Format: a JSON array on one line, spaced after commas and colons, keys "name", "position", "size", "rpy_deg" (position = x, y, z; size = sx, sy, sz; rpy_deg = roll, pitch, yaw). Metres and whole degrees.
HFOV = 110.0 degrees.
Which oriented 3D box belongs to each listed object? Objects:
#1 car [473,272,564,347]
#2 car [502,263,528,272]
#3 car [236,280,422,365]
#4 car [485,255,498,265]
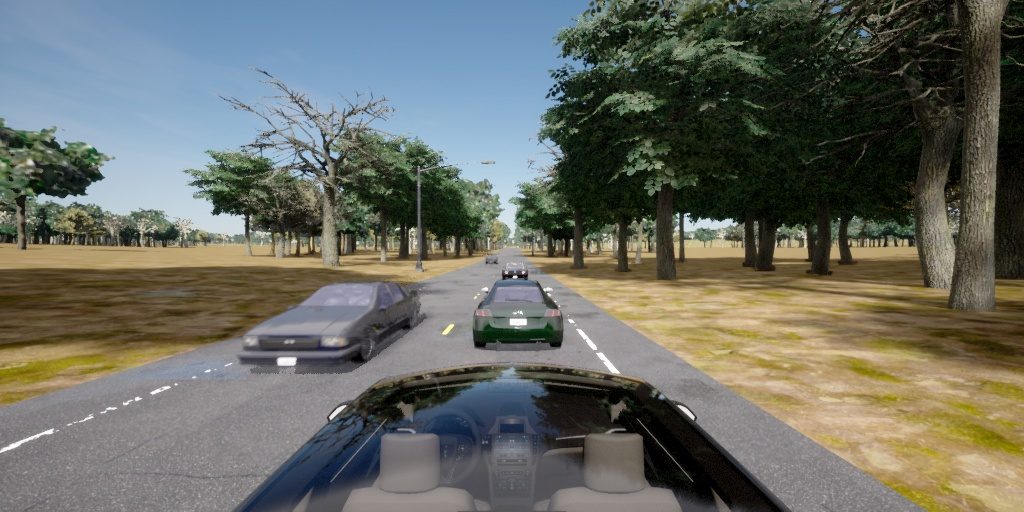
[{"name": "car", "position": [0.135, 1.293, 9.248], "size": [1.994, 1.385, 4.181], "rpy_deg": [0, 0, 0]}, {"name": "car", "position": [0.225, 1.159, 27.173], "size": [1.895, 1.301, 4.718], "rpy_deg": [0, 1, 0]}, {"name": "car", "position": [-3.568, 1.282, 8.358], "size": [2.033, 1.411, 5.357], "rpy_deg": [0, 0, 0]}, {"name": "car", "position": [-3.240, 0.590, 57.385], "size": [1.882, 1.535, 5.008], "rpy_deg": [0, 1, 1]}]
